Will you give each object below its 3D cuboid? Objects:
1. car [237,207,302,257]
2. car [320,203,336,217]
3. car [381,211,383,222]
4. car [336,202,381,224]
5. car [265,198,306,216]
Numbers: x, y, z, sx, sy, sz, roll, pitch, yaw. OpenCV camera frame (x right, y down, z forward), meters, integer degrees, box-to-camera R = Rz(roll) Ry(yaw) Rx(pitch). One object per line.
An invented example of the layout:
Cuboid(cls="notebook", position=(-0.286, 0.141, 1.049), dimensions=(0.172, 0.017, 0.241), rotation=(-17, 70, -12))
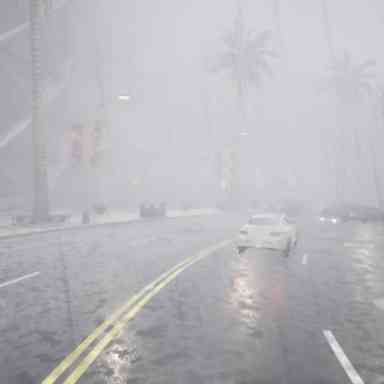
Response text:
Cuboid(cls="car", position=(3.095, 1.546, 13.204), dimensions=(1.812, 1.442, 4.674), rotation=(0, 0, 23))
Cuboid(cls="car", position=(14.024, 1.683, 31.282), dimensions=(4.181, 1.385, 1.994), rotation=(1, 0, -33))
Cuboid(cls="car", position=(15.698, 1.484, 23.538), dimensions=(4.553, 1.767, 2.097), rotation=(1, 0, -38))
Cuboid(cls="car", position=(13.518, 1.674, 26.131), dimensions=(4.181, 1.385, 1.994), rotation=(1, 0, -39))
Cuboid(cls="car", position=(8.854, 1.413, 31.732), dimensions=(4.553, 1.767, 2.097), rotation=(0, 0, -38))
